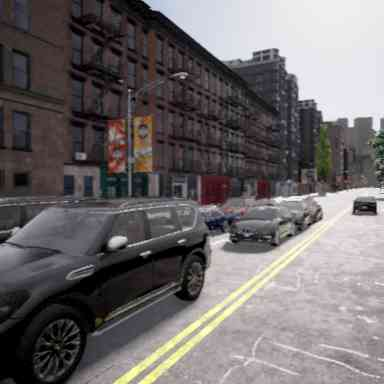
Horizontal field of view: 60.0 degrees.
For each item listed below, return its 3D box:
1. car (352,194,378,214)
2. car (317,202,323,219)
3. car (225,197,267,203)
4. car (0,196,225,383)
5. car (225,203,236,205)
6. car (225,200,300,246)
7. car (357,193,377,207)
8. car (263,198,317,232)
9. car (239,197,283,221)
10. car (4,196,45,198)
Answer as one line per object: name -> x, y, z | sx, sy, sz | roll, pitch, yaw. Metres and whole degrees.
car -> 15.734, 1.112, 30.236 | 1.882, 1.535, 5.008 | 0, 1, 29
car -> 8.012, 1.249, 23.281 | 1.812, 1.442, 4.674 | 0, 1, 29
car -> 2.680, 1.126, 20.123 | 2.097, 1.767, 4.553 | 0, 1, 29
car -> -1.578, 1.154, 5.771 | 2.150, 2.045, 5.566 | 0, 1, 29
car -> 0.290, 1.414, 15.962 | 1.895, 1.301, 4.718 | 0, 1, 29
car -> 3.200, 1.334, 14.512 | 1.837, 1.490, 4.892 | 0, 1, 28
car -> 22.554, 0.971, 42.716 | 2.128, 1.511, 4.902 | 0, 1, 29
car -> 5.517, 1.223, 18.538 | 1.812, 1.442, 4.674 | 0, 1, 29
car -> 5.363, 1.180, 25.206 | 1.882, 1.535, 5.008 | 0, 1, 29
car -> -4.402, 1.137, 7.380 | 2.150, 2.045, 5.566 | 0, 1, 29
